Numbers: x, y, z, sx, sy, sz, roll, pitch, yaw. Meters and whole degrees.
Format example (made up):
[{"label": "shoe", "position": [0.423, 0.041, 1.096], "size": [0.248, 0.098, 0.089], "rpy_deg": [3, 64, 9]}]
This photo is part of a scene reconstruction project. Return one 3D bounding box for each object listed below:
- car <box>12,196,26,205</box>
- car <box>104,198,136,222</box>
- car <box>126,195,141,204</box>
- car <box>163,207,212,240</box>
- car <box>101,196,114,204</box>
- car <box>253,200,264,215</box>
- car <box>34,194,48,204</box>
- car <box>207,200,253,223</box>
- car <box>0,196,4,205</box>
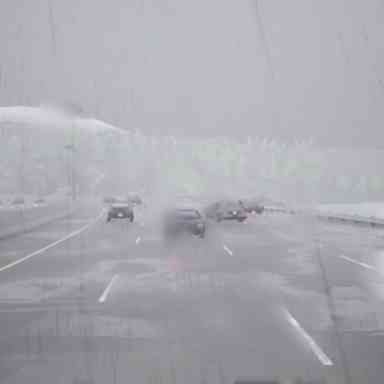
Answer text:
[{"label": "car", "position": [-30.126, 1.434, 57.955], "size": [1.837, 1.490, 4.892], "rpy_deg": [-1, 1, -24]}, {"label": "car", "position": [-5.393, 1.409, 25.290], "size": [1.812, 1.442, 4.674], "rpy_deg": [0, 0, -10]}, {"label": "car", "position": [-9.690, 1.216, 54.908], "size": [2.128, 1.511, 4.902], "rpy_deg": [0, 0, -21]}, {"label": "car", "position": [-0.490, 1.489, 16.500], "size": [1.895, 1.301, 4.718], "rpy_deg": [-1, 0, -7]}, {"label": "car", "position": [-14.327, 1.326, 57.128], "size": [1.994, 1.385, 4.181], "rpy_deg": [-1, 0, -23]}, {"label": "car", "position": [4.671, 1.336, 29.824], "size": [1.895, 1.301, 4.718], "rpy_deg": [-1, 0, -11]}, {"label": "car", "position": [-27.313, 1.224, 60.200], "size": [2.097, 1.767, 4.553], "rpy_deg": [-1, 0, -24]}, {"label": "car", "position": [2.234, 1.356, 23.424], "size": [2.033, 1.411, 5.357], "rpy_deg": [-1, 0, -10]}, {"label": "car", "position": [-33.725, 1.464, 57.387], "size": [2.128, 1.511, 4.902], "rpy_deg": [-1, 1, -24]}]
